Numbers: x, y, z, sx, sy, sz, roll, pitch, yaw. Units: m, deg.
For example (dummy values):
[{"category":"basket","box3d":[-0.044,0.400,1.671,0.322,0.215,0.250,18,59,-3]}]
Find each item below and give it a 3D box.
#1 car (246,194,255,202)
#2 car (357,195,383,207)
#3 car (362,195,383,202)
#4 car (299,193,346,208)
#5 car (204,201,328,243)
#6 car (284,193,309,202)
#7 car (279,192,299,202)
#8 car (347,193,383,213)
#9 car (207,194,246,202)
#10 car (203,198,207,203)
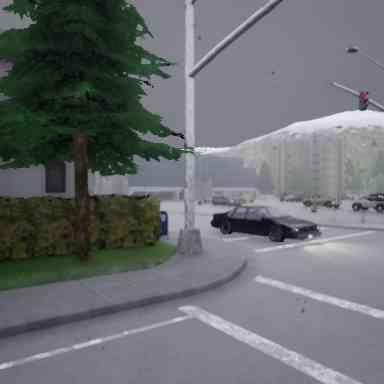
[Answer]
[{"category":"car","box3d":[8.493,1.119,57.303,2.152,1.636,5.027,0,0,-36]},{"category":"car","box3d":[26.643,1.256,48.092,2.007,1.523,4.514,0,0,-36]},{"category":"car","box3d":[38.052,1.323,69.843,1.970,1.475,3.806,0,0,-36]},{"category":"car","box3d":[16.129,1.066,41.374,1.932,1.855,4.605,0,0,-36]},{"category":"car","box3d":[3.081,1.346,15.159,2.033,1.411,5.357,0,0,-36]},{"category":"car","box3d":[20.978,1.050,66.832,1.932,1.855,4.605,0,0,-36]},{"category":"car","box3d":[18.864,1.032,64.796,1.905,1.878,3.866,0,0,-36]},{"category":"car","box3d":[18.072,1.048,33.072,1.905,1.878,3.866,0,0,-36]},{"category":"car","box3d":[4.640,1.272,45.424,2.007,1.523,4.514,0,0,-36]},{"category":"car","box3d":[3.481,1.203,53.283,1.970,1.475,3.806,0,0,-36]}]
